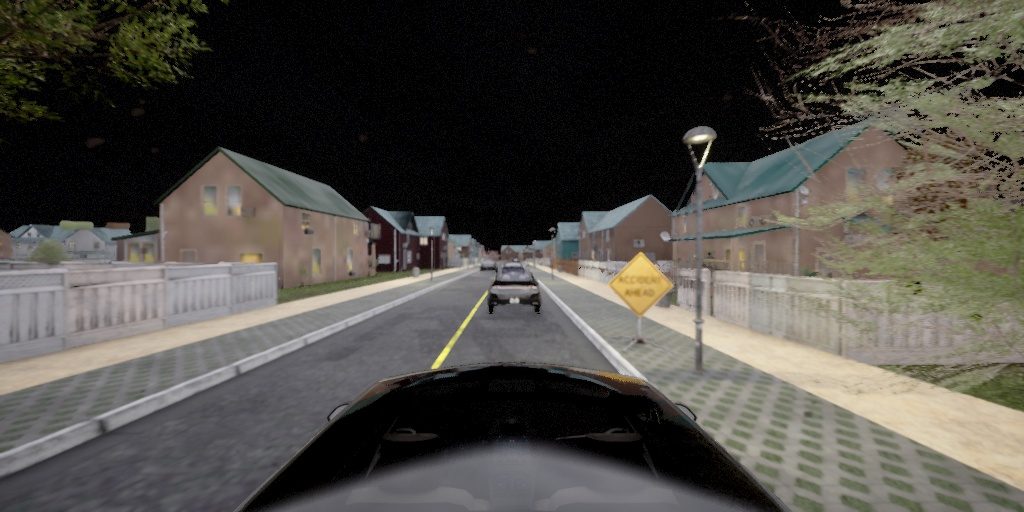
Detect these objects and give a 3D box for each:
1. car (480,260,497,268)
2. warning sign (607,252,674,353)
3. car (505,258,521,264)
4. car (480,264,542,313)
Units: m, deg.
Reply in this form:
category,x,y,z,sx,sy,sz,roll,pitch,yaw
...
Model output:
category,x,y,z,sx,sy,sz,roll,pitch,yaw
car,-2.828,1.200,43.506,1.882,1.535,5.008,0,0,0
warning sign,2.519,0.853,7.147,1.300,1.860,1.060,0,0,0
car,0.096,1.191,30.715,1.882,1.535,5.008,0,0,0
car,0.087,1.217,13.826,2.128,1.511,4.902,0,0,0
